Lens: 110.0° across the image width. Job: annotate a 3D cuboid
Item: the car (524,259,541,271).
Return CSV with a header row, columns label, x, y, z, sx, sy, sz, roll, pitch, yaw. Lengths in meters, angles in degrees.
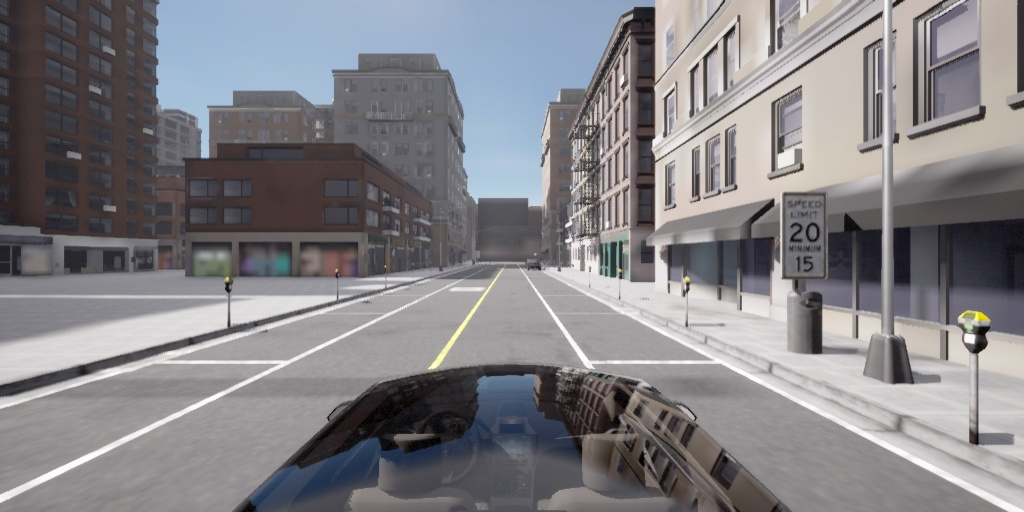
label,x,y,z,sx,sy,sz,roll,pitch,yaw
car,3.020,1.230,49.776,1.837,1.490,4.892,0,0,0
